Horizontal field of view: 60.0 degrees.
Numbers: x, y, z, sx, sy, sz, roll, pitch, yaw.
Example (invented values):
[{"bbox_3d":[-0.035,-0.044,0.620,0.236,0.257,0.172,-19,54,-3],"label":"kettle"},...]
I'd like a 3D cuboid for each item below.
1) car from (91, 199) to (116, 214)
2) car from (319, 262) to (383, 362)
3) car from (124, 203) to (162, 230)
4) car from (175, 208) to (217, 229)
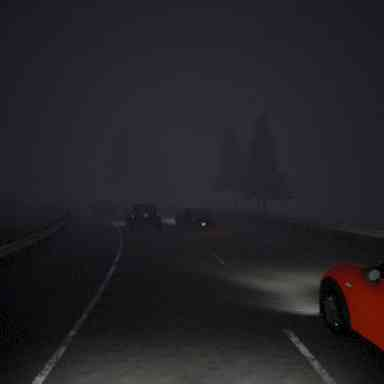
[{"bbox_3d":[-10.702,1.671,40.085,2.097,1.767,4.553,0,0,-29],"label":"car"},{"bbox_3d":[3.343,1.379,3.981,2.097,1.767,4.553,0,0,-3],"label":"car"},{"bbox_3d":[-3.473,1.530,22.904,2.097,1.767,4.553,0,-1,-16],"label":"car"},{"bbox_3d":[0.133,1.779,23.364,1.895,1.301,4.718,0,0,-16],"label":"car"}]
